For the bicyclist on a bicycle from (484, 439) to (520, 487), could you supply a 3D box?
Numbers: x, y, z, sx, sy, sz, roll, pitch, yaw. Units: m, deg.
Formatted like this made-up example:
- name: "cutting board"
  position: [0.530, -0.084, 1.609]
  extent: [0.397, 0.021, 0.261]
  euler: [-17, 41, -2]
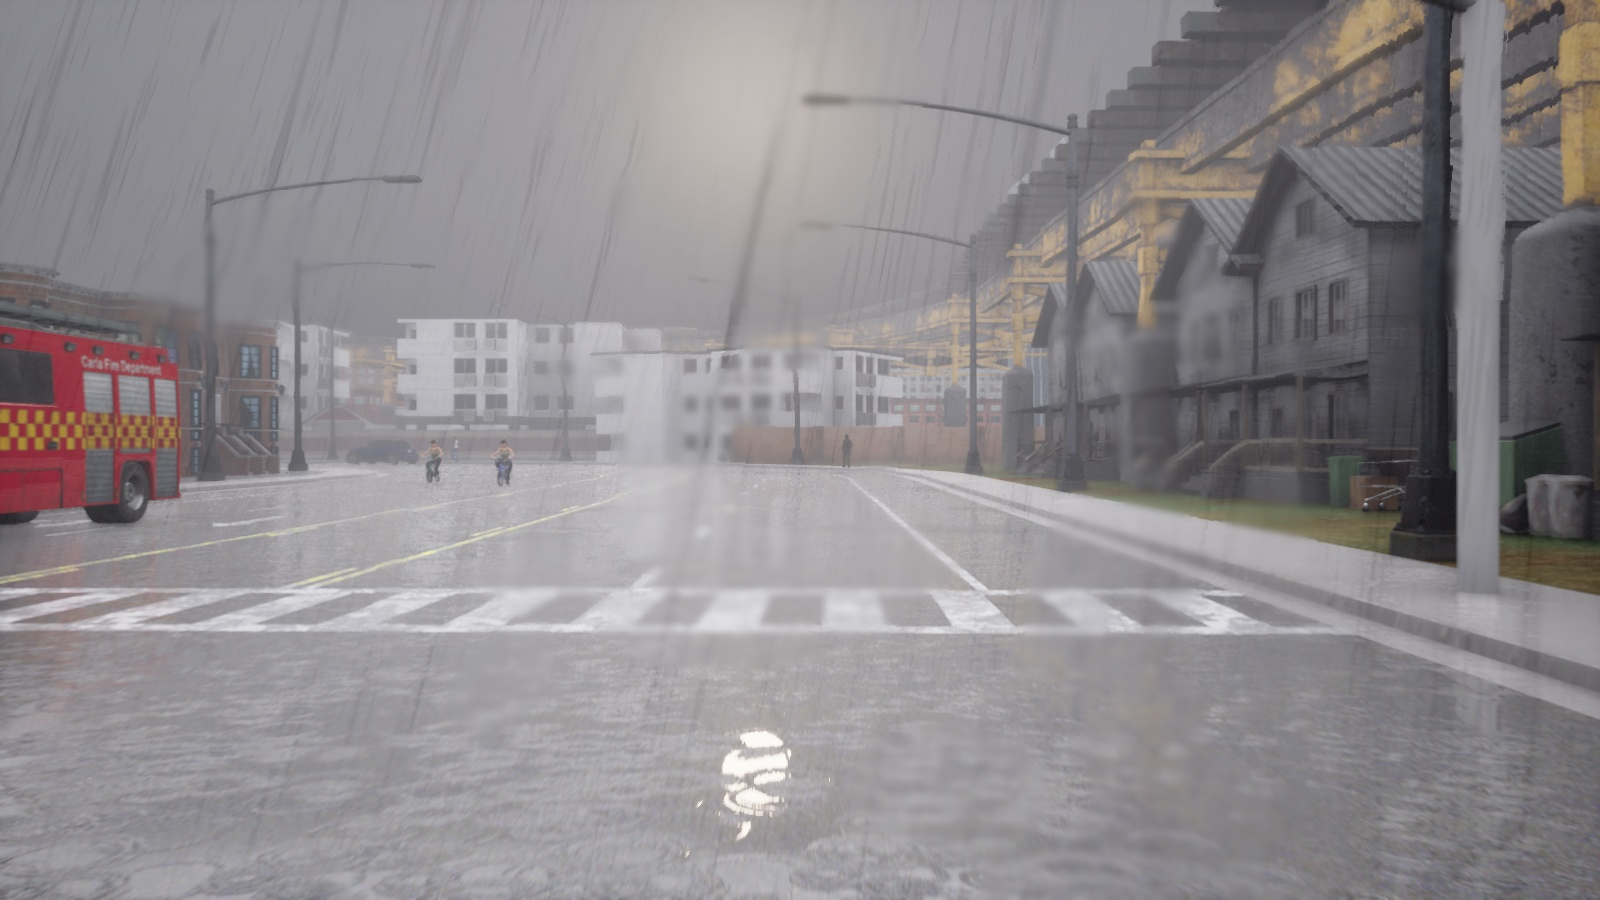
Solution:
- name: "bicyclist on a bicycle"
  position: [-10.236, 0.431, 43.161]
  extent: [0.866, 1.612, 1.509]
  euler: [0, 0, 0]

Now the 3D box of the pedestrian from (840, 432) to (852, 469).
- name: "pedestrian"
  position: [2.433, 0.028, 66.649]
  extent: [0.395, 1.930, 0.692]
  euler: [0, 0, -17]

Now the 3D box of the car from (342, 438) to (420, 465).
- name: "car"
  position: [-27.886, 0.112, 83.561]
  extent: [4.553, 1.767, 2.097]
  euler: [0, 0, 17]

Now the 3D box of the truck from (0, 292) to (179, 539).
- name: "truck"
  position: [-13.862, -0.547, 20.822]
  extent: [2.891, 3.827, 8.468]
  euler: [0, 0, 0]

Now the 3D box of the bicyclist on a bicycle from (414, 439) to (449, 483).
- name: "bicyclist on a bicycle"
  position: [-13.724, 0.408, 46.814]
  extent: [0.866, 1.612, 1.509]
  euler: [0, 0, 0]
